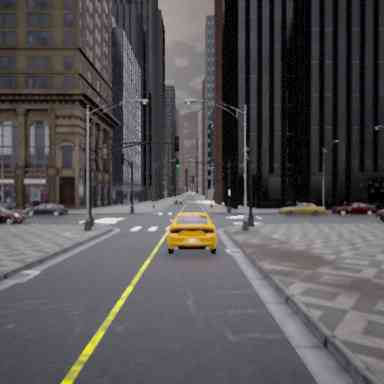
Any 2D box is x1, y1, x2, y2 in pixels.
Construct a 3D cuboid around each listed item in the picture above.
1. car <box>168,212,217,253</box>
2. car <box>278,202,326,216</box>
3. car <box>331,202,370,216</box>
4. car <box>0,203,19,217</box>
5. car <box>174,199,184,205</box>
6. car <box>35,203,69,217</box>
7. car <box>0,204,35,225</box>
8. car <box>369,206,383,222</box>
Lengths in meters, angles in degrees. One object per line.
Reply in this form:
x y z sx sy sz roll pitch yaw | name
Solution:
0.019 1.616 14.477 1.882 1.535 5.008 0 0 0 | car
11.607 1.763 35.220 4.829 1.417 1.752 0 0 0 | car
17.077 1.770 35.236 4.507 1.381 1.887 0 0 0 | car
-20.983 1.905 35.127 4.313 1.339 1.947 0 1 0 | car
-2.963 2.222 73.975 1.812 1.442 4.674 0 -1 0 | car
-15.313 1.869 35.143 4.403 1.369 2.008 0 1 0 | car
-15.319 1.806 26.618 4.097 1.590 1.967 0 0 0 | car
17.173 1.823 26.711 4.403 1.369 2.008 0 0 0 | car
